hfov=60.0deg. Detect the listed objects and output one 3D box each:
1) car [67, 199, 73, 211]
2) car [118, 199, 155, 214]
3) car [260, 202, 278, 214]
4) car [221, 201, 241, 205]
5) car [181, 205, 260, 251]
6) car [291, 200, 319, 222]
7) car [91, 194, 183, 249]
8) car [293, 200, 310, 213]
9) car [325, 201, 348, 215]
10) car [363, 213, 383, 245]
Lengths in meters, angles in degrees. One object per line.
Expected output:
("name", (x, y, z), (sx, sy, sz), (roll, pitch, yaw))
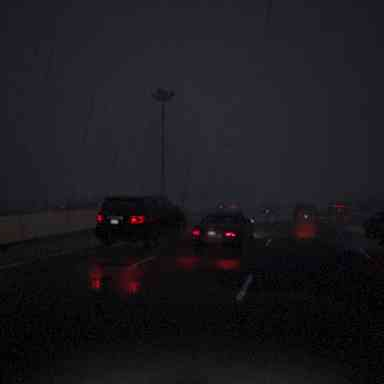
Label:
("car", (-13.547, 1.509, 37.143), (1.882, 1.535, 5.008), (0, -1, 17))
("car", (-6.149, 1.563, 37.351), (2.128, 1.511, 4.902), (0, -1, 17))
("car", (8.535, 1.742, 36.784), (1.895, 1.301, 4.718), (0, -1, 17))
("car", (3.896, 1.613, 33.691), (1.812, 1.442, 4.674), (0, -1, 17))
("car", (1.455, 1.505, 13.999), (2.033, 1.411, 5.357), (0, 0, 17))
("car", (9.060, 1.552, 26.676), (1.837, 1.490, 4.892), (0, 0, 17))
("car", (-1.995, 1.172, 14.670), (2.150, 2.045, 5.566), (0, 0, 18))
("car", (13.341, 1.736, 40.431), (1.812, 1.442, 4.674), (1, 0, 18))
("car", (15.571, 1.659, 35.836), (2.128, 1.511, 4.902), (0, -1, 17))
("car", (9.070, 1.578, 14.916), (1.895, 1.301, 4.718), (0, 0, 17))
